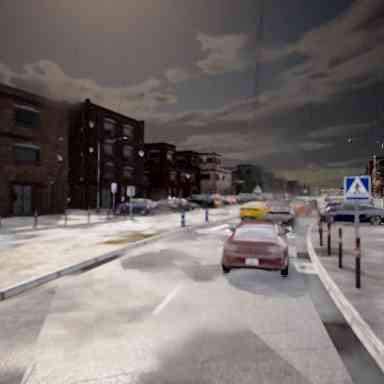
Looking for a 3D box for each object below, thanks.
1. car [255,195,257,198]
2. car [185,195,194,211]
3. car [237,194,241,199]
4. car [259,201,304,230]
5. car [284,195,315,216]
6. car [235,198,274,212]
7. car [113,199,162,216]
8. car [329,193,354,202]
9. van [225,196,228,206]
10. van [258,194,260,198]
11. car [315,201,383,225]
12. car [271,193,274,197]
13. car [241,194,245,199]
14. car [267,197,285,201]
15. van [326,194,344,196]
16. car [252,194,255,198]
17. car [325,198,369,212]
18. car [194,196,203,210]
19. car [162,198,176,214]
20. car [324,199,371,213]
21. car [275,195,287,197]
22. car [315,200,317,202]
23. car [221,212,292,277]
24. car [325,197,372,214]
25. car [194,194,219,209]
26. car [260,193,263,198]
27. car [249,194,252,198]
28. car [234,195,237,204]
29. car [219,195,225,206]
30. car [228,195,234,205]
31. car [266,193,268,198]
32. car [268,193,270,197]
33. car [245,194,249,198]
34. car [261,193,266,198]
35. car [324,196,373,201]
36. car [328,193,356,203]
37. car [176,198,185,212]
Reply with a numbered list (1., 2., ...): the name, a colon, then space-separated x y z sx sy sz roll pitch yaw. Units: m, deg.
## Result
1. car: 11.655 1.585 74.725 4.892 1.521 2.231 0 0 23
2. car: -2.563 1.504 41.818 4.553 1.767 2.185 0 0 23
3. car: 6.144 1.462 62.089 4.553 1.767 2.185 0 0 23
4. car: 6.167 1.617 22.502 2.128 1.511 4.902 0 0 21
5. car: 11.344 1.507 34.933 2.097 1.767 4.553 0 0 24
6. car: 5.601 1.623 29.309 1.882 1.535 5.008 0 0 24
7. car: -5.851 1.498 34.223 4.553 1.767 2.185 0 0 23
8. car: 36.143 1.332 80.533 5.566 2.045 2.435 0 0 23
9. van: 2.994 1.376 54.439 4.442 1.987 1.878 0 0 23
10. van: 12.902 1.361 77.325 4.442 1.987 1.878 0 0 23
11. car: 11.856 1.646 24.551 4.792 1.488 2.163 0 0 23
12. car: 19.312 1.625 92.442 5.008 1.535 2.097 0 0 23
13. car: 7.297 1.458 64.595 4.553 1.767 2.185 0 0 23
14. car: 9.750 1.698 38.868 2.033 1.411 5.357 0 0 24
15. van: 15.096 1.409 32.241 4.442 1.987 1.878 0 0 23
16. car: 10.560 1.584 72.196 4.892 1.521 2.231 0 0 23
17. car: 19.585 1.609 42.278 4.892 1.521 2.231 0 0 23
18. car: -1.500 1.628 44.368 4.892 1.521 2.231 0 0 23
19. car: -4.787 1.629 36.773 5.008 1.535 2.097 0 0 23
20. car: 18.518 1.615 39.848 5.008 1.535 2.097 0 0 23
21. car: 13.727 1.614 48.164 2.128 1.511 4.902 0 0 23
22. car: 17.073 1.609 48.112 2.128 1.511 4.902 0 0 24
23. car: 2.107 1.603 10.590 1.812 1.442 4.674 0 0 15
24. car: 17.395 1.498 37.169 4.553 1.767 2.185 0 0 23
25. car: 0.670 1.363 49.436 5.566 2.045 2.435 0 0 23
26. car: 13.842 1.630 79.787 4.674 1.452 2.002 0 0 23
27. car: 9.465 1.583 69.666 4.892 1.521 2.231 0 0 23
28. car: 5.049 1.465 59.559 4.553 1.767 2.185 0 0 23
29. car: 1.962 1.605 51.882 5.366 1.575 1.946 0 0 23
30. car: 3.977 1.596 57.019 5.008 1.535 2.097 0 0 23
31. car: 16.036 1.602 84.845 4.892 1.521 2.231 0 0 23
32. car: 17.099 1.637 87.391 4.792 1.488 2.163 0 0 23
33. car: 8.369 1.584 67.135 4.892 1.521 2.231 0 0 23
34. car: 14.766 1.592 82.393 5.366 1.575 1.946 0 0 23
35. car: 14.075 1.506 29.514 4.553 1.767 2.185 0 0 23
36. car: 32.826 1.317 72.887 5.566 2.045 2.435 0 0 23
37. car: -3.685 1.669 39.299 4.674 1.452 2.002 0 0 23
